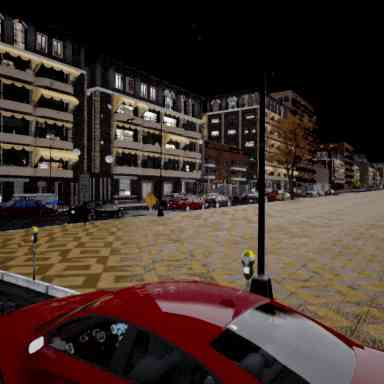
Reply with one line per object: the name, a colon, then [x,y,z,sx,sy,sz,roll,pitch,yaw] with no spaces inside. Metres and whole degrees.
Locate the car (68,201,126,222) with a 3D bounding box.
car: [-6.696,1.329,23.737,1.947,1.339,4.313,2,2,35]

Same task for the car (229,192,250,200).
car: [8.649,0.650,60.539,1.947,1.339,4.313,2,2,35]

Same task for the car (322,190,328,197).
car: [28.236,0.360,74.058,2.008,1.369,4.403,2,2,35]

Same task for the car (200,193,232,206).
car: [3.167,0.887,42.528,1.882,1.535,5.008,1,1,35]

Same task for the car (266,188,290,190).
car: [15.730,0.424,60.601,2.097,1.767,4.553,1,2,34]

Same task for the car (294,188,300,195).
car: [24.530,-0.030,83.405,2.192,1.841,5.009,2,2,35]

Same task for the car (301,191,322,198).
car: [25.061,0.446,69.484,2.008,1.369,4.403,2,2,35]

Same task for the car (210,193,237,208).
car: [2.830,1.050,37.460,2.008,1.369,4.403,2,2,35]

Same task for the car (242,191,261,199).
car: [11.728,0.525,64.972,1.752,1.417,4.829,2,2,35]

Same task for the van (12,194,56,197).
van: [-13.578,1.035,28.510,1.690,1.788,3.998,2,2,35]

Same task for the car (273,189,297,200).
car: [15.631,0.675,55.899,1.752,1.417,4.829,2,2,35]

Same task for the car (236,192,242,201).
car: [7.787,0.857,54.600,1.895,1.301,4.718,1,1,35]

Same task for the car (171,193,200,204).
car: [-0.878,0.910,46.814,1.947,1.339,4.313,2,2,35]

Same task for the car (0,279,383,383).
car: [-0.318,1.544,3.094,4.507,1.381,1.887,0,0,36]

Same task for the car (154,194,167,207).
car: [-2.542,0.946,39.885,1.882,1.535,5.008,1,1,35]

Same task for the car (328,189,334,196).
car: [34.588,0.079,83.205,1.967,1.590,4.097,2,2,35]

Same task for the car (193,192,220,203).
car: [2.298,0.808,51.389,2.008,1.369,4.403,2,2,35]

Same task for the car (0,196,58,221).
car: [-12.916,1.302,25.003,2.033,1.411,5.357,1,1,36]

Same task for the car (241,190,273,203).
car: [9.182,0.876,46.610,2.008,1.369,4.403,2,2,35]

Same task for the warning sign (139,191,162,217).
warning sign: [-3.079,0.851,24.818,1.300,1.860,1.060,-1,0,35]

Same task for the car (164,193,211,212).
car: [-0.346,1.132,32.885,1.887,1.381,4.507,2,2,35]
